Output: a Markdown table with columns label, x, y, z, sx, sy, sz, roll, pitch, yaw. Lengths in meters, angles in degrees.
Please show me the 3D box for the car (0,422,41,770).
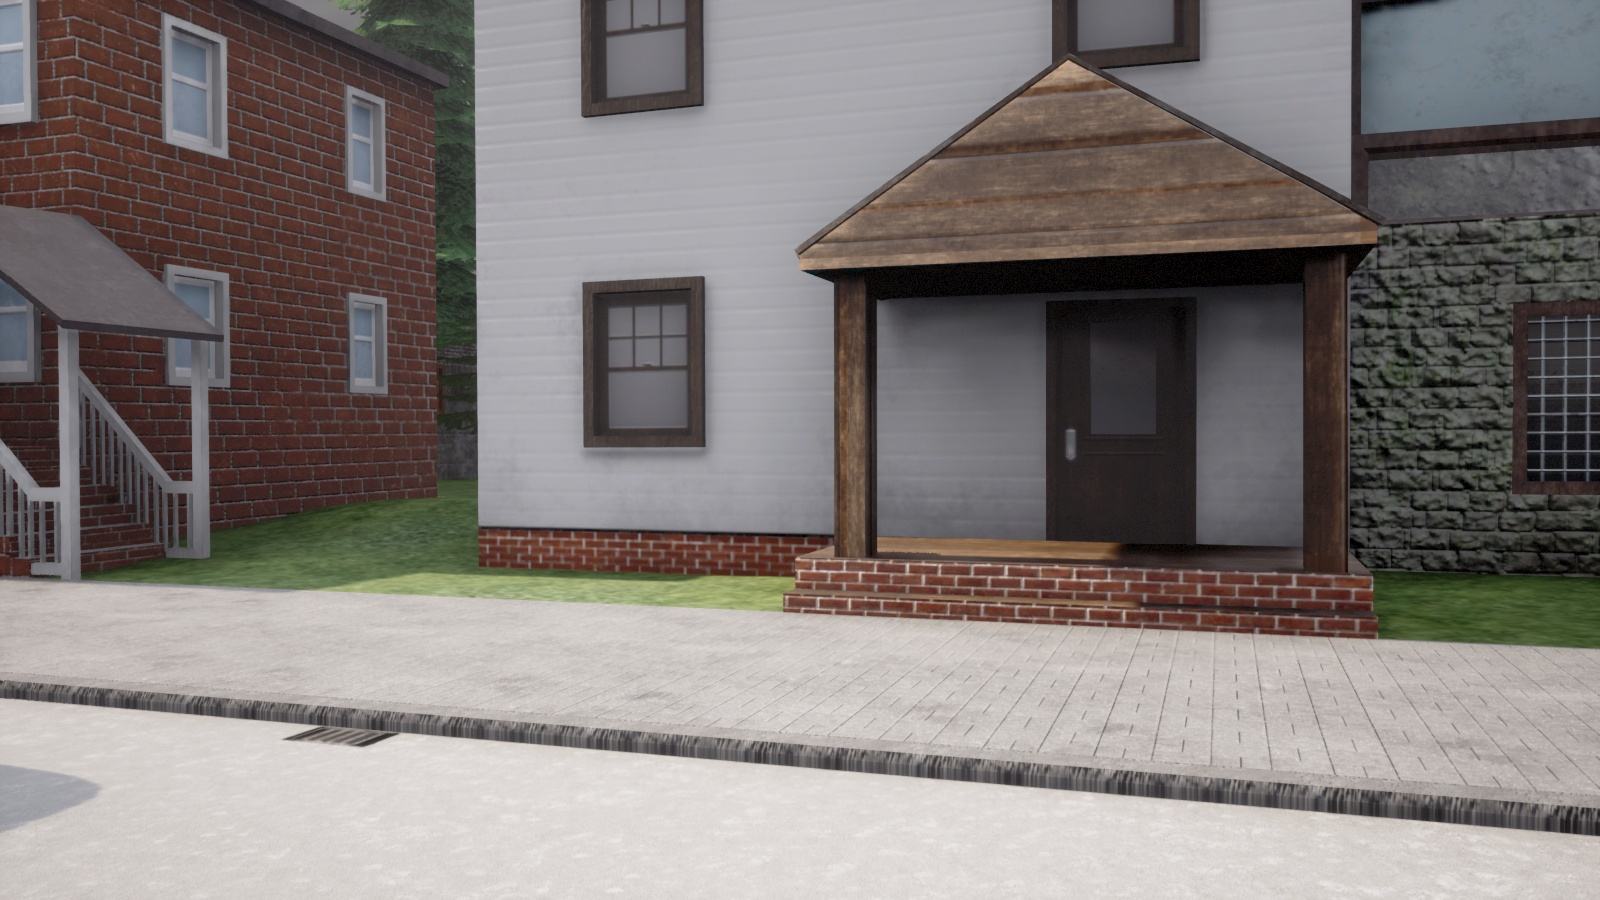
| label | x | y | z | sx | sy | sz | roll | pitch | yaw |
| --- | --- | --- | --- | --- | --- | --- | --- | --- | --- |
| car | -6.380 | 0.648 | 5.869 | 5.366 | 1.575 | 1.801 | 1 | 1 | 19 |
